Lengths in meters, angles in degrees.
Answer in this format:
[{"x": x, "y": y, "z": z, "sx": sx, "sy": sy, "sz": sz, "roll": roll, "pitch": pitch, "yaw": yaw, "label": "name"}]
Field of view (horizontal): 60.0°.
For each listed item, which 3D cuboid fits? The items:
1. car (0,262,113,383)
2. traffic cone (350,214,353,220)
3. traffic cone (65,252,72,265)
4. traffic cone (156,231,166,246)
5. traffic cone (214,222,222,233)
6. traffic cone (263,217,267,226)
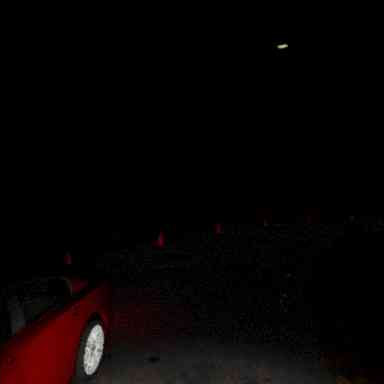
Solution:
[{"x": -2.313, "y": 1.462, "z": 2.733, "sx": 1.882, "sy": 1.535, "sz": 5.008, "roll": 0, "pitch": 0, "yaw": 9, "label": "car"}, {"x": 13.984, "y": 2.181, "z": 29.118, "sx": 0.340, "sy": 0.580, "sz": 0.340, "roll": 1, "pitch": 0, "yaw": -25, "label": "traffic cone"}, {"x": -3.384, "y": 1.939, "z": 9.140, "sx": 0.340, "sy": 0.580, "sz": 0.340, "roll": 1, "pitch": 0, "yaw": 17, "label": "traffic cone"}, {"x": -1.338, "y": 1.966, "z": 14.174, "sx": 0.340, "sy": 0.580, "sz": 0.340, "roll": 1, "pitch": 0, "yaw": 27, "label": "traffic cone"}, {"x": 1.497, "y": 2.001, "z": 18.809, "sx": 0.340, "sy": 0.580, "sz": 0.340, "roll": 1, "pitch": 0, "yaw": 36, "label": "traffic cone"}, {"x": 5.047, "y": 2.049, "z": 22.924, "sx": 0.340, "sy": 0.580, "sz": 0.340, "roll": 1, "pitch": 0, "yaw": -45, "label": "traffic cone"}]
